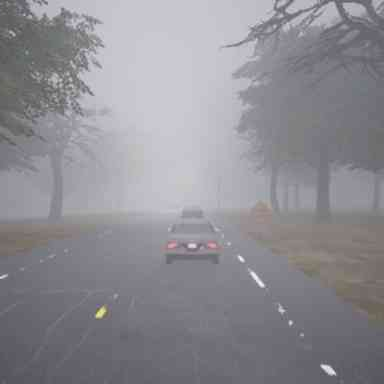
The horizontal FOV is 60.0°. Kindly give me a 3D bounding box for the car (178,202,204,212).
[{"bbox_3d":[0.052,1.938,29.275,1.882,1.535,5.008,0,-1,0],"label":"car"}]

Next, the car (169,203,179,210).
[{"bbox_3d":[-3.456,2.838,65.135,1.895,1.301,4.718,0,-1,1],"label":"car"}]

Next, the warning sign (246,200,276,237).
[{"bbox_3d":[3.580,1.353,17.425,1.300,1.860,1.060,1,0,0],"label":"warning sign"}]

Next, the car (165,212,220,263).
[{"bbox_3d":[0.020,1.708,12.530,2.033,1.411,5.357,0,-1,0],"label":"car"}]
